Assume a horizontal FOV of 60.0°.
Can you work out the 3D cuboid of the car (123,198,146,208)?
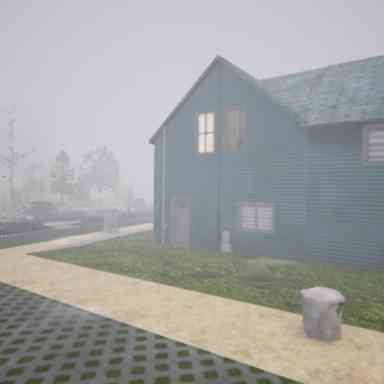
[{"bbox_3d":[-9.458,1.736,54.929,2.097,1.767,4.553,1,0,21],"label":"car"}]

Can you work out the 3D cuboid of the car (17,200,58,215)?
[{"bbox_3d":[-16.374,1.634,35.563,1.812,1.442,4.674,1,0,18],"label":"car"}]
